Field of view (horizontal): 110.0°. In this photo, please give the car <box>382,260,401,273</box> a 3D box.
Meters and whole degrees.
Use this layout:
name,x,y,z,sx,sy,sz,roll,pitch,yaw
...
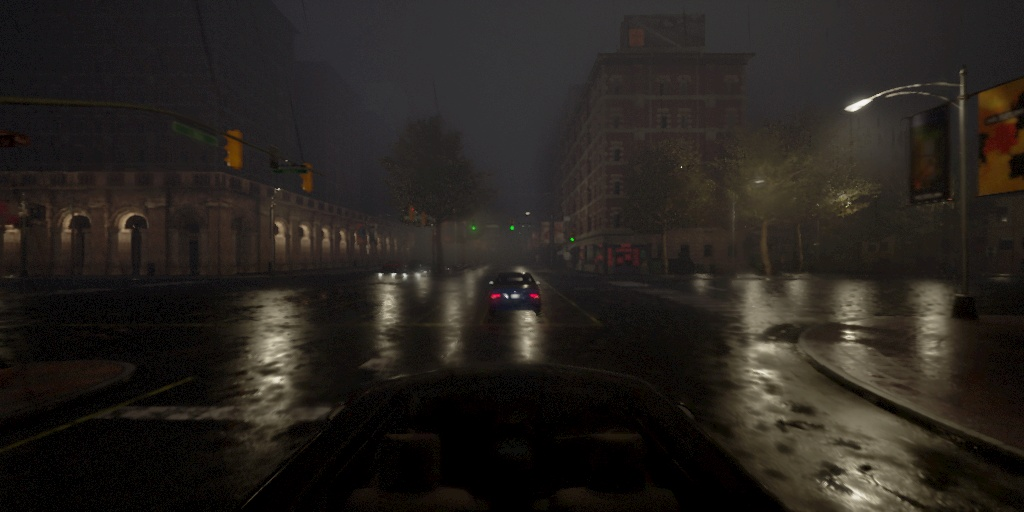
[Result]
name,x,y,z,sx,sy,sz,roll,pitch,yaw
car,-15.054,1.288,45.903,1.882,1.535,5.008,0,0,0

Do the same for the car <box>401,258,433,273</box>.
name,x,y,z,sx,sy,sz,roll,pitch,yaw
car,-11.569,1.159,43.866,2.097,1.767,4.553,0,0,0

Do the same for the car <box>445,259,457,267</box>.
name,x,y,z,sx,sy,sz,roll,pitch,yaw
car,-11.486,1.434,62.822,1.895,1.301,4.718,0,0,0

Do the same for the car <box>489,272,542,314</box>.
name,x,y,z,sx,sy,sz,roll,pitch,yaw
car,0.104,1.314,13.747,2.033,1.411,5.357,0,0,0

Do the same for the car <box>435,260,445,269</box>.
name,x,y,z,sx,sy,sz,roll,pitch,yaw
car,-11.513,1.383,52.505,1.994,1.385,4.181,0,0,0
